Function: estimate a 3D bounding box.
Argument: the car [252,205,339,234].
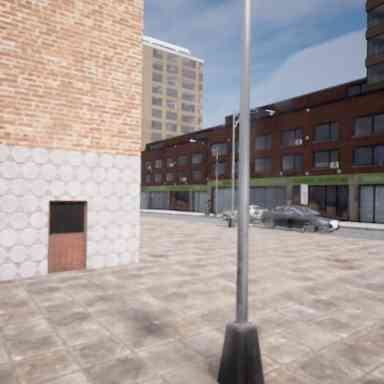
[{"bbox_3d":[6.329,1.612,19.987,2.128,1.511,4.902,1,-1,-35],"label":"car"}]

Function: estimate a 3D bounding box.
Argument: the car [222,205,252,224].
[{"bbox_3d":[4.453,1.803,27.730,1.812,1.442,4.674,1,-2,-35],"label":"car"}]
